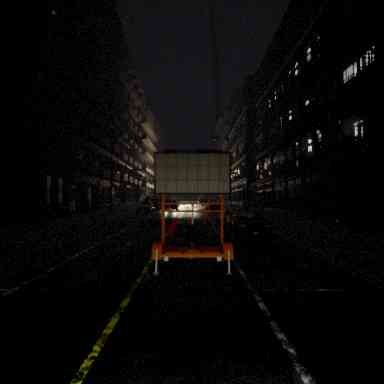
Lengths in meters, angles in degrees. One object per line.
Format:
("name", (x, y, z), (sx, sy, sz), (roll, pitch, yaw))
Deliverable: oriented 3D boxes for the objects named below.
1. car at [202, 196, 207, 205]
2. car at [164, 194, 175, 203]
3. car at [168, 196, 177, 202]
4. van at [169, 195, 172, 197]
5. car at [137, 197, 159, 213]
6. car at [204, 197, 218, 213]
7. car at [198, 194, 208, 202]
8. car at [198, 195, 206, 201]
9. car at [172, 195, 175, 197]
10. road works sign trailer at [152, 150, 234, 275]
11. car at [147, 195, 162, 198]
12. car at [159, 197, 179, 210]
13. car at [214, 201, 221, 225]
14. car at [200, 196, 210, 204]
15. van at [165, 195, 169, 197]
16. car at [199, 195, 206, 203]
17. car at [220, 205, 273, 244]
("car", (2.677, 1.632, 43.470), (2.008, 1.369, 4.403), (1, 0, 0))
("car", (-5.127, 1.522, 76.732), (2.192, 1.841, 5.009), (1, 0, 0))
("car", (-5.110, 1.827, 87.793), (1.947, 1.339, 4.313), (1, 0, 0))
("van", (-5.163, 1.478, 60.141), (1.690, 1.788, 3.998), (1, 0, 0))
("car", (-5.214, 1.592, 37.849), (1.752, 1.417, 4.829), (2, 0, 0))
("car", (2.665, 1.611, 37.939), (1.887, 1.381, 4.507), (1, 0, 0))
("car", (2.730, 1.548, 82.187), (2.192, 1.841, 5.009), (1, 0, 0))
("car", (2.750, 1.731, 93.249), (1.967, 1.590, 4.097), (1, 0, 0))
("car", (-5.139, 1.498, 71.202), (2.192, 1.841, 5.009), (1, 0, 0))
("road works sign trailer", (0.019, 0.474, 10.490), (2.380, 3.560, 2.880), (0, 0, 0))
("car", (-5.197, 1.397, 43.551), (2.192, 1.841, 5.009), (2, 0, 0))
("car", (-2.756, 1.642, 42.631), (1.994, 1.385, 4.181), (0, 0, 0))
("car", (2.631, 1.553, 21.519), (1.752, 1.417, 4.829), (1, 0, 0))
("car", (2.746, 1.622, 71.124), (1.967, 1.590, 4.097), (1, 0, 0))
("van", (-5.174, 1.457, 54.609), (1.690, 1.788, 3.998), (2, 0, 0))
("car", (2.713, 1.681, 60.062), (1.887, 1.381, 4.507), (1, 0, 0))
("car", (2.619, 1.563, 15.817), (1.887, 1.381, 4.507), (1, 0, 0))
